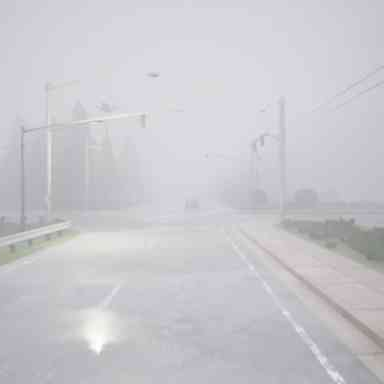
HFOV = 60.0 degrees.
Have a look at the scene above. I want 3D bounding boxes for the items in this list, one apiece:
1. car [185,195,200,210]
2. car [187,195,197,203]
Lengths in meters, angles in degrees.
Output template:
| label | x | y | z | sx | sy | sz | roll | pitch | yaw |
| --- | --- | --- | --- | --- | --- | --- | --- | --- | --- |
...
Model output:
| label | x | y | z | sx | sy | sz | roll | pitch | yaw |
| --- | --- | --- | --- | --- | --- | --- | --- | --- | --- |
| car | 0.016 | 1.463 | 43.164 | 2.128 | 1.511 | 4.902 | 0 | 0 | 0 |
| car | 0.025 | 1.453 | 68.171 | 1.837 | 1.490 | 4.892 | 0 | 0 | 0 |
